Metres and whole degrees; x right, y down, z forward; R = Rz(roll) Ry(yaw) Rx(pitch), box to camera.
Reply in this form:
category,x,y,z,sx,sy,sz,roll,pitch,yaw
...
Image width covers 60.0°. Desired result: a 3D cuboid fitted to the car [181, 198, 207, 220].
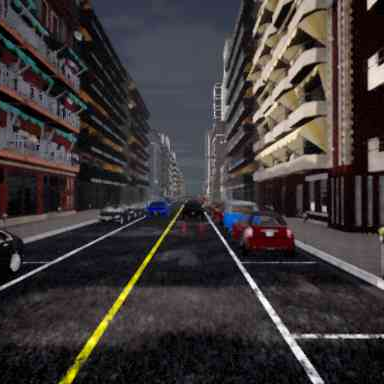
category,x,y,z,sx,sy,sz,roll,pitch,yaw
car,0.089,1.567,29.260,1.882,1.535,5.008,0,0,0

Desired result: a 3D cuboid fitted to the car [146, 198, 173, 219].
category,x,y,z,sx,sy,sz,roll,pitch,yaw
car,-3.107,1.572,30.842,1.882,1.535,5.008,0,0,0

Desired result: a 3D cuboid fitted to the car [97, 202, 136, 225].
category,x,y,z,sx,sy,sz,roll,pitch,yaw
car,-5.689,1.625,24.529,2.008,1.369,4.403,1,0,0

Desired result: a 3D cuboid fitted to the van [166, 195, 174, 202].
category,x,y,z,sx,sy,sz,roll,pitch,yaw
van,-5.704,1.622,85.286,1.690,1.788,3.998,0,0,0

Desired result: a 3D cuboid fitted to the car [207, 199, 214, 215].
category,x,y,z,sx,sy,sz,roll,pitch,yaw
car,2.690,1.637,30.041,1.887,1.381,4.507,1,0,0

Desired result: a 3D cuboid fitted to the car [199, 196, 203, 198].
category,x,y,z,sx,sy,sz,roll,pitch,yaw
car,0.082,1.634,40.717,1.837,1.490,4.892,0,0,0

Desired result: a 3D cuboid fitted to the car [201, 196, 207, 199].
category,x,y,z,sx,sy,sz,roll,pitch,yaw
car,2.685,1.691,52.304,1.752,1.417,4.829,0,0,0

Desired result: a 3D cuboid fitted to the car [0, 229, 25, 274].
category,x,y,z,sx,sy,sz,roll,pitch,yaw
car,-5.685,1.574,7.958,2.008,1.369,4.403,1,0,0

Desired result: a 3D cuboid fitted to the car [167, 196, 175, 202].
category,x,y,z,sx,sy,sz,roll,pitch,yaw
car,-5.707,1.846,90.809,1.887,1.381,4.507,0,0,0

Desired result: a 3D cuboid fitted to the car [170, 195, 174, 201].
category,x,y,z,sx,sy,sz,roll,pitch,yaw
car,-5.704,1.827,79.762,1.947,1.339,4.313,0,0,0

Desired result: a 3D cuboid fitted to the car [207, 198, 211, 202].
category,x,y,z,sx,sy,sz,roll,pitch,yaw
car,2.688,1.676,35.565,1.947,1.339,4.313,0,0,0

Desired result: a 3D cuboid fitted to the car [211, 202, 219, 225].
category,x,y,z,sx,sy,sz,roll,pitch,yaw
car,2.692,1.620,24.517,1.887,1.381,4.507,1,0,0

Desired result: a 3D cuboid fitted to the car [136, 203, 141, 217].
category,x,y,z,sx,sy,sz,roll,pitch,yaw
car,-5.691,1.643,30.052,2.008,1.369,4.403,1,0,0

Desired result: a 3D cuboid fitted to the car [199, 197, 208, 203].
category,x,y,z,sx,sy,sz,roll,pitch,yaw
car,2.677,1.806,79.752,1.887,1.381,4.507,0,0,0

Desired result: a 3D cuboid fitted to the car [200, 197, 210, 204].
category,x,y,z,sx,sy,sz,roll,pitch,yaw
car,2.679,1.803,68.705,1.802,1.307,4.206,0,0,0

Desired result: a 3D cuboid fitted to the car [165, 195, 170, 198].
category,x,y,z,sx,sy,sz,roll,pitch,yaw
car,-5.699,1.726,63.022,1.752,1.417,4.829,1,0,0

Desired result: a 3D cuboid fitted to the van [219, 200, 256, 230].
category,x,y,z,sx,sy,sz,roll,pitch,yaw
van,2.695,1.399,18.994,1.690,1.788,3.998,1,0,0

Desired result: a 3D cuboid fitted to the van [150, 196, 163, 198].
category,x,y,z,sx,sy,sz,roll,pitch,yaw
van,-5.695,1.505,52.145,1.690,1.788,3.998,1,0,0

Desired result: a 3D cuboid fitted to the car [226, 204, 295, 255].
category,x,y,z,sx,sy,sz,roll,pitch,yaw
car,2.696,1.481,13.471,1.967,1.590,4.097,1,0,0
